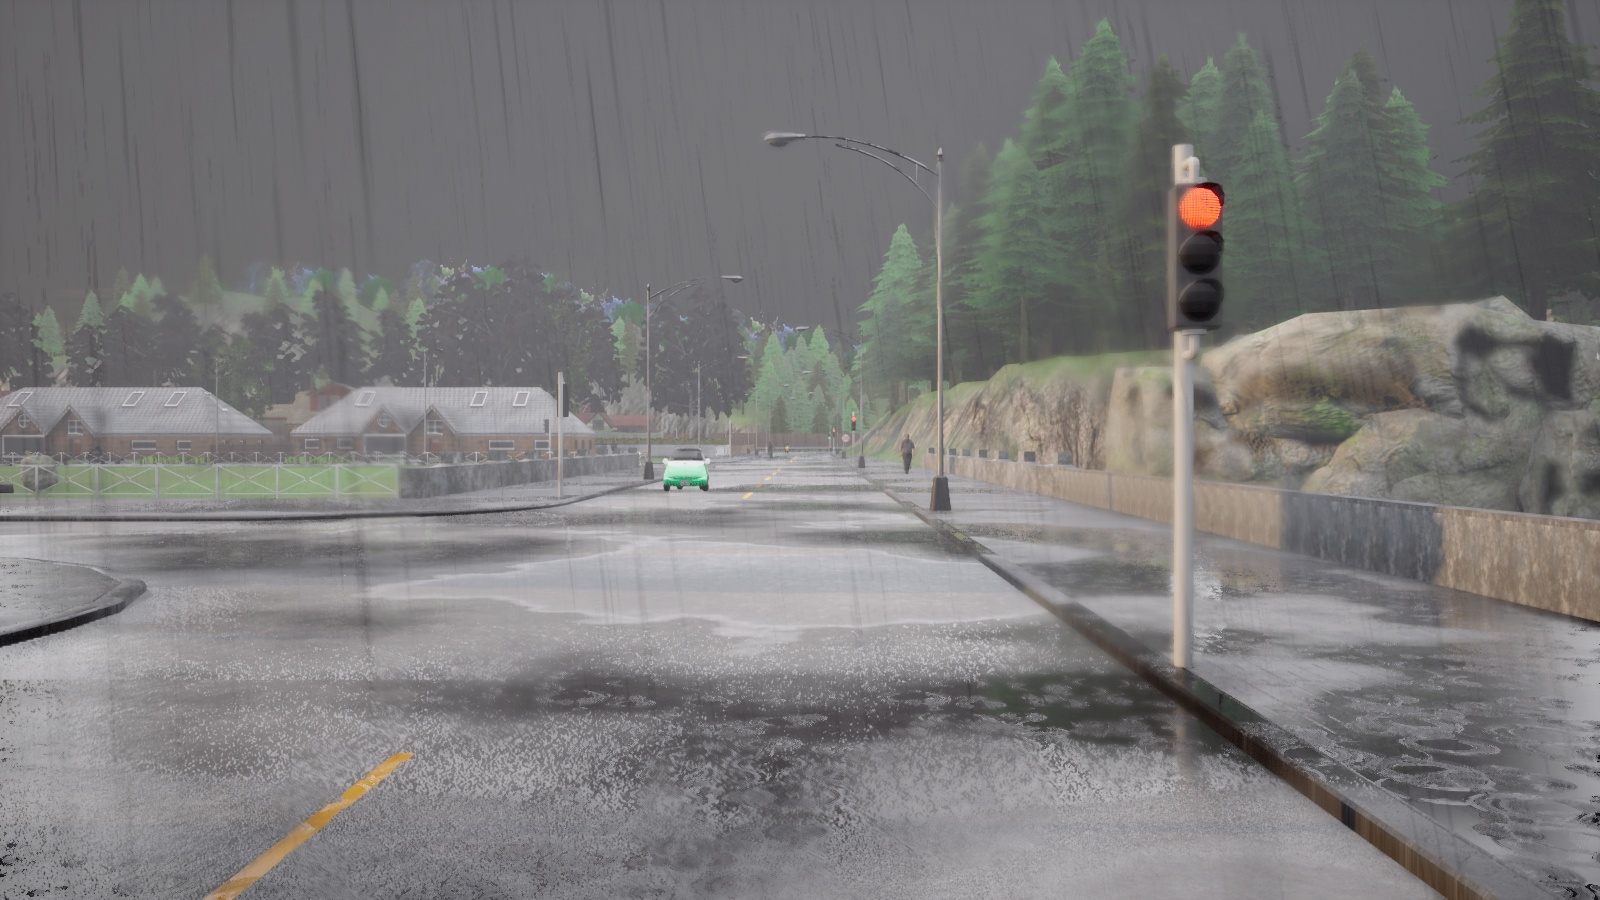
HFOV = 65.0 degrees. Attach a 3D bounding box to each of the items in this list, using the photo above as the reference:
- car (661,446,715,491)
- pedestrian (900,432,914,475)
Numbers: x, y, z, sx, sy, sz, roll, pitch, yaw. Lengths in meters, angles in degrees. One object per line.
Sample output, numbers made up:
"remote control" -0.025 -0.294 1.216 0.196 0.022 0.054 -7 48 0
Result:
"car" -3.512 0.575 39.511 1.481 1.376 2.207 0 0 1
"pedestrian" 4.672 0.151 54.774 0.540 1.848 0.694 0 0 2
